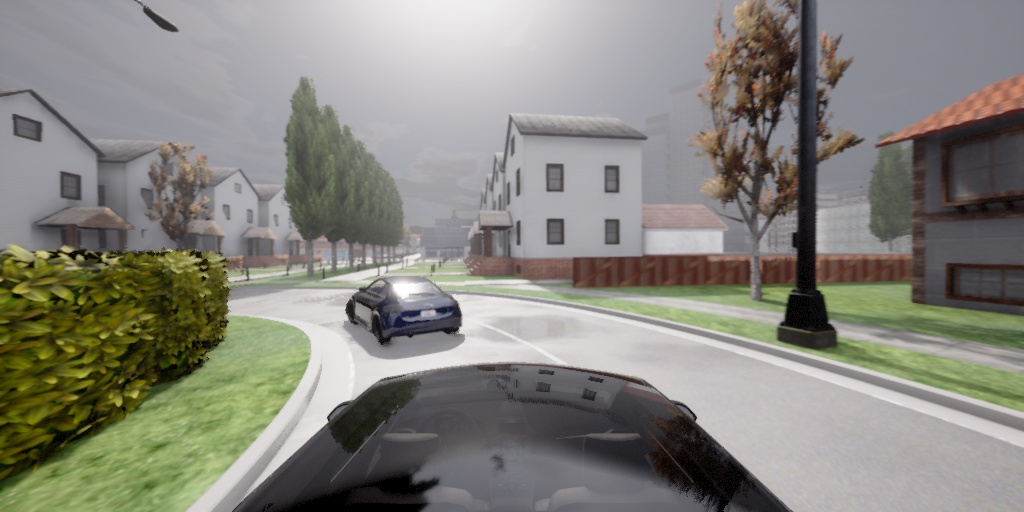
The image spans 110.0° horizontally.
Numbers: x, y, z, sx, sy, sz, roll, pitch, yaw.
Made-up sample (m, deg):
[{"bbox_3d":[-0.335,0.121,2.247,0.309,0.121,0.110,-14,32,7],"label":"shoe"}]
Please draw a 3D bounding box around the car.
[{"bbox_3d":[-2.972,1.218,9.535,1.994,1.385,4.181,-1,1,-35],"label":"car"}]
